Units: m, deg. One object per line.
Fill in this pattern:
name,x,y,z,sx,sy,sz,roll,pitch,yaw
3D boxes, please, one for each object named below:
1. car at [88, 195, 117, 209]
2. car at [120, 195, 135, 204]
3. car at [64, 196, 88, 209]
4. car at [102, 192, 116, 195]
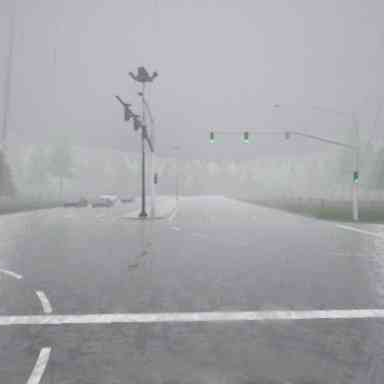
car,-11.582,1.419,43.262,1.994,1.385,4.181,0,0,0
car,-11.535,1.278,59.863,1.882,1.535,5.008,0,0,1
car,-15.080,1.333,43.506,1.882,1.535,5.008,0,0,0
car,-15.033,1.022,59.598,2.150,2.045,5.566,0,0,1
